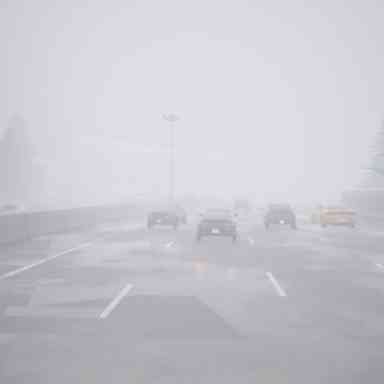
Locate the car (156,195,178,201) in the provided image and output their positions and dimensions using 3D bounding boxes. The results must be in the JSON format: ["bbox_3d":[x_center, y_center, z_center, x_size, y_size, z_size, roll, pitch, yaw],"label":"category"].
[{"bbox_3d":[-4.895,1.389,60.329,1.837,1.490,4.892,0,0,23],"label":"car"}]

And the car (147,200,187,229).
[{"bbox_3d":[-1.534,1.485,21.312,1.812,1.442,4.674,0,0,9],"label":"car"}]

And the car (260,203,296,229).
[{"bbox_3d":[5.630,1.484,21.798,1.837,1.490,4.892,0,0,10],"label":"car"}]

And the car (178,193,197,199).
[{"bbox_3d":[-0.827,1.116,60.949,2.150,2.045,5.566,0,0,24],"label":"car"}]

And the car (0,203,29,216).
[{"bbox_3d":[-12.368,1.455,21.211,1.812,1.442,4.674,0,0,9],"label":"car"}]

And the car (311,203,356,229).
[{"bbox_3d":[9.199,1.466,21.926,1.882,1.535,5.008,0,0,10],"label":"car"}]

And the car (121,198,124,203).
[{"bbox_3d":[-11.470,1.340,62.762,1.882,1.535,5.008,0,0,23],"label":"car"}]

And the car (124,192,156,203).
[{"bbox_3d":[-9.160,1.095,59.234,2.150,2.045,5.566,0,0,22],"label":"car"}]

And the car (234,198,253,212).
[{"bbox_3d":[5.970,1.457,38.511,1.837,1.490,4.892,0,0,16],"label":"car"}]

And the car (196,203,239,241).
[{"bbox_3d":[1.297,1.501,16.552,1.812,1.442,4.674,0,0,7],"label":"car"}]
